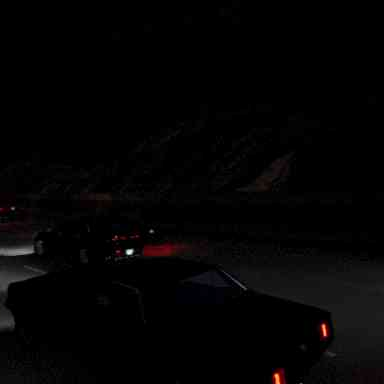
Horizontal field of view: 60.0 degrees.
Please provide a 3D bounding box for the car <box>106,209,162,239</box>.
[{"bbox_3d":[-3.619,1.598,16.265,5.008,1.535,1.882,-1,0,42],"label":"car"}]

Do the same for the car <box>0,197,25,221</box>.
[{"bbox_3d":[-16.594,1.508,29.733,2.150,2.045,5.566,0,0,-40],"label":"car"}]

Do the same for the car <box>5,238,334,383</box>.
[{"bbox_3d":[-0.710,1.633,4.674,4.718,1.301,1.895,-1,0,38],"label":"car"}]

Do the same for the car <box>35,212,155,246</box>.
[{"bbox_3d":[-3.754,1.599,11.725,4.892,1.490,1.837,-1,0,40],"label":"car"}]
